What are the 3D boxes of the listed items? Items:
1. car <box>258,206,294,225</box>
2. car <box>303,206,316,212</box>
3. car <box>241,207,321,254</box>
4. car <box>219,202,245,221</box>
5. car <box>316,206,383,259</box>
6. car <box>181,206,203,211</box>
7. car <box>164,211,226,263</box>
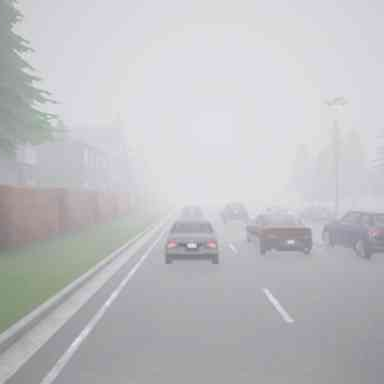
[{"bbox_3d":[7.013,1.901,28.232,1.895,1.301,4.718,0,-1,0],"label":"car"},{"bbox_3d":[10.517,1.866,28.338,1.994,1.385,4.181,0,-1,0],"label":"car"},{"bbox_3d":[3.526,1.629,14.233,1.882,1.535,5.008,0,0,1],"label":"car"},{"bbox_3d":[3.517,1.653,28.414,2.097,1.767,4.553,0,-1,0],"label":"car"},{"bbox_3d":[7.018,1.494,13.415,2.097,1.767,4.553,0,-1,0],"label":"car"},{"bbox_3d":[0.005,1.841,27.497,2.033,1.411,5.357,0,-1,0],"label":"car"},{"bbox_3d":[0.007,1.682,12.497,2.033,1.411,5.357,0,-1,0],"label":"car"}]
